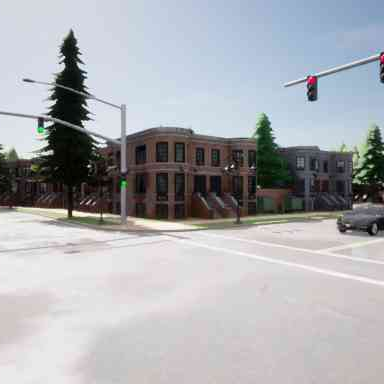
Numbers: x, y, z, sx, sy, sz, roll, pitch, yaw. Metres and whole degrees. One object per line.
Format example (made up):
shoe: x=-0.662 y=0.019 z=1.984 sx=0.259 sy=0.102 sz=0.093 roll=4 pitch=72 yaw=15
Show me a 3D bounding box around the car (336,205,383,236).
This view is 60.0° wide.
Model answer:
car: x=10.052 y=1.505 z=18.728 sx=4.892 sy=1.490 sz=1.837 roll=0 pitch=0 yaw=-37
